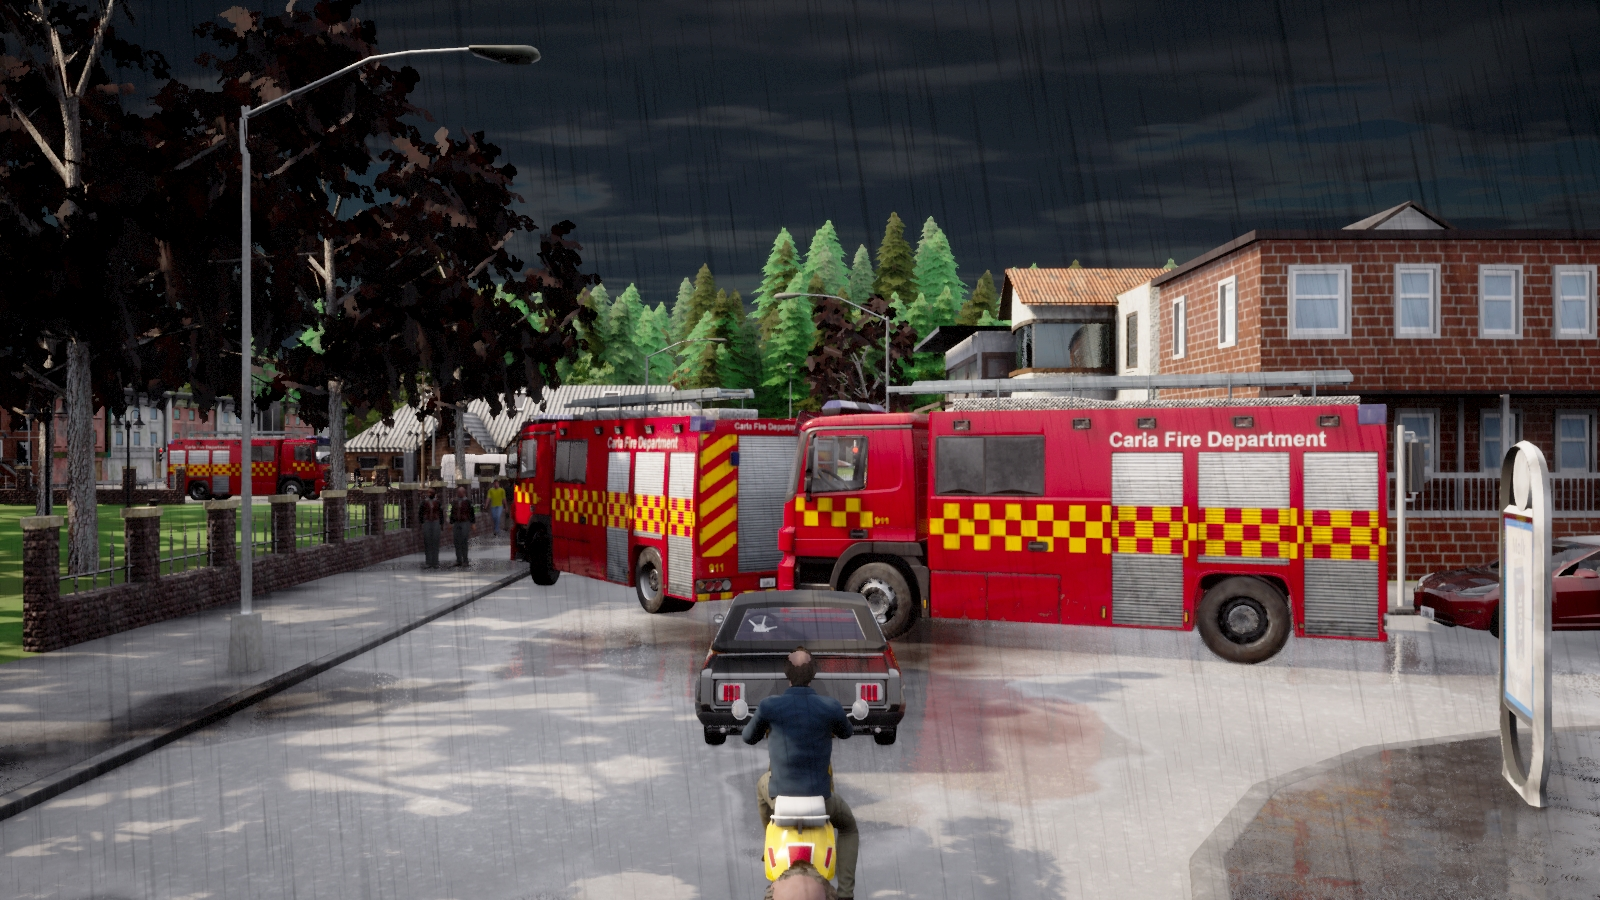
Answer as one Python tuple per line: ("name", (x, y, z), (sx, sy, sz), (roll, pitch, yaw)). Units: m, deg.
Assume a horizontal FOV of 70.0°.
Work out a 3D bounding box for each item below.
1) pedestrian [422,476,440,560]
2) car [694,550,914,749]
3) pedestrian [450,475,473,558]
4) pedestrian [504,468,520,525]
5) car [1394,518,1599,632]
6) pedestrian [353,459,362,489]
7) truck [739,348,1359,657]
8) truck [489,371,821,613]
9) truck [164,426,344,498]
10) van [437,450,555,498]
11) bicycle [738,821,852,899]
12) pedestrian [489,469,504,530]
("pedestrian", (-8.263, 1.514, 25.596), (0.375, 1.860, 0.375), (0, 0, -18))
("car", (0.033, 1.930, 12.217), (1.895, 1.301, 4.718), (0, 0, 0))
("pedestrian", (-7.710, 1.514, 26.051), (0.375, 1.860, 0.375), (0, 0, 11))
("pedestrian", (-9.372, 1.509, 37.179), (0.375, 1.860, 0.375), (0, 0, 18))
("car", (11.947, 1.835, 17.293), (4.792, 1.488, 2.163), (0, 0, 0))
("pedestrian", (-27.546, 1.496, 71.114), (0.375, 1.860, 0.375), (0, 0, 8))
("truck", (3.543, 0.662, 17.088), (8.468, 3.827, 2.891), (0, 0, 22))
("truck", (-3.228, 0.662, 22.435), (2.891, 3.827, 8.468), (0, 0, -34))
("truck", (-29.853, 0.645, 62.699), (8.468, 3.827, 2.891), (0, 0, 1))
("van", (-16.613, 1.289, 62.612), (5.915, 2.561, 1.988), (0, 0, 0))
("bicycle", (-0.015, 1.938, 3.086), (0.329, 1.271, 1.835), (0, 0, 0))
("pedestrian", (-9.342, 1.511, 35.213), (0.375, 1.860, 0.375), (0, 0, -2))
